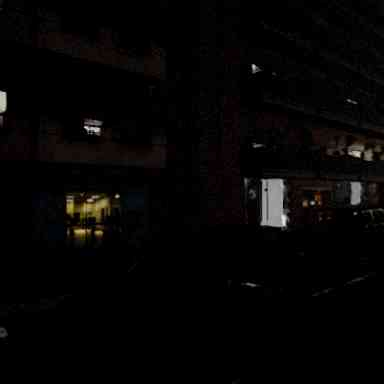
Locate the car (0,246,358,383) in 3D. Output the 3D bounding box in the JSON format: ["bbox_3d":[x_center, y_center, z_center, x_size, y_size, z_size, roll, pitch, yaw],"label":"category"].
[{"bbox_3d":[-0.487,1.563,2.872,4.674,1.442,1.812,0,-1,-39],"label":"car"}]

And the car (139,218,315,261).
[{"bbox_3d":[0.571,1.504,7.179,4.097,1.590,1.967,0,0,-39],"label":"car"}]

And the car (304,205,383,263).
[{"bbox_3d":[4.960,1.359,10.715,5.009,1.841,2.192,0,0,-39],"label":"car"}]
